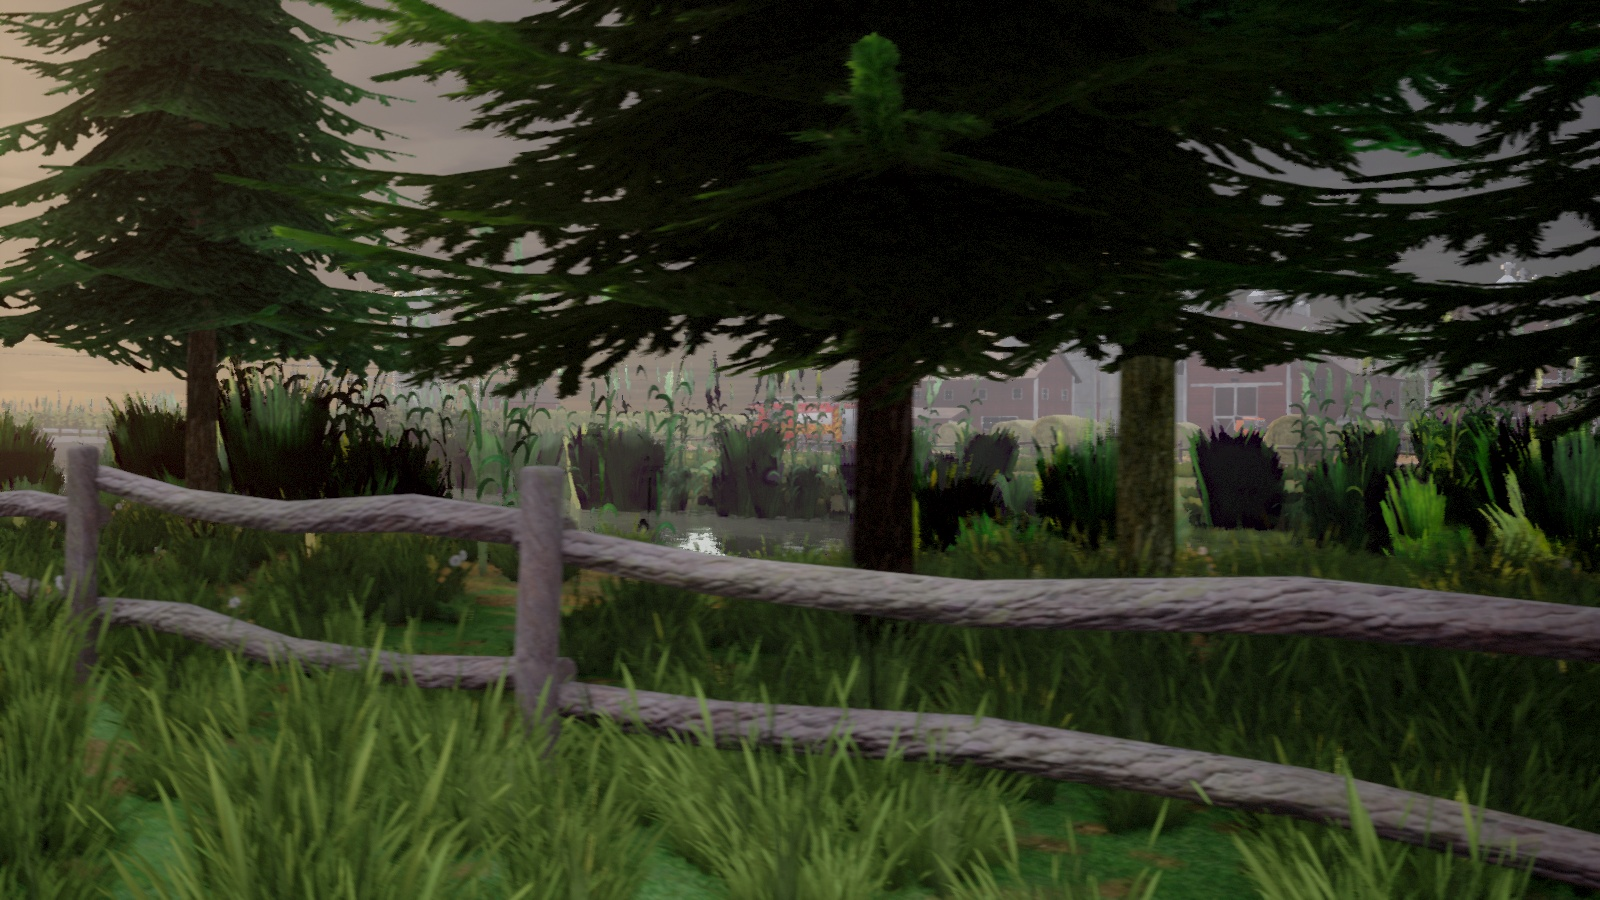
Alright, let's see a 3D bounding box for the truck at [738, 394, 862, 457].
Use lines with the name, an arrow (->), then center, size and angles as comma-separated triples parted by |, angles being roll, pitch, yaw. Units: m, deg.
truck -> -0.119, -1.543, 81.256 | 2.891, 3.827, 8.468 | -1, 1, -45
